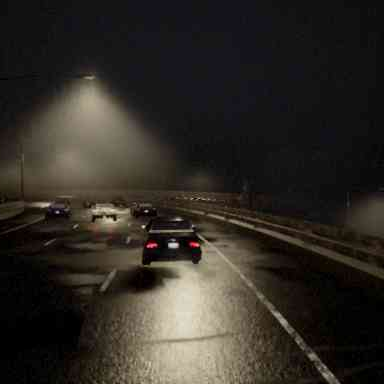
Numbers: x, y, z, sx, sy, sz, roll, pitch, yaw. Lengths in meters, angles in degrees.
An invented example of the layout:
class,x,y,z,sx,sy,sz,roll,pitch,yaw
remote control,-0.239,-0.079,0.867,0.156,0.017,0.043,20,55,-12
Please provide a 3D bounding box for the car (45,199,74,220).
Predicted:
class,x,y,z,sx,sy,sz,roll,pitch,yaw
car,-11.447,1.614,28.882,1.994,1.385,4.181,0,0,-15

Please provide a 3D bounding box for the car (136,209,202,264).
class,x,y,z,sx,sy,sz,roll,pitch,yaw
car,-0.824,1.553,11.907,2.033,1.411,5.357,0,0,-7

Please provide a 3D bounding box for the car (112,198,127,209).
class,x,y,z,sx,sy,sz,roll,pitch,yaw
car,-10.413,1.555,46.433,1.837,1.490,4.892,0,0,-24

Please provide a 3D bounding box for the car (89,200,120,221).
class,x,y,z,sx,sy,sz,roll,pitch,yaw
car,-7.306,1.635,27.692,1.895,1.301,4.718,0,0,-15

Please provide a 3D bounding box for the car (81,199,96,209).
class,x,y,z,sx,sy,sz,roll,pitch,yaw
car,-14.224,1.664,46.415,1.895,1.301,4.718,0,0,-25

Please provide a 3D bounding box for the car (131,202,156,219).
class,x,y,z,sx,sy,sz,roll,pitch,yaw
car,-4.376,1.588,29.948,1.994,1.385,4.181,0,0,-15
